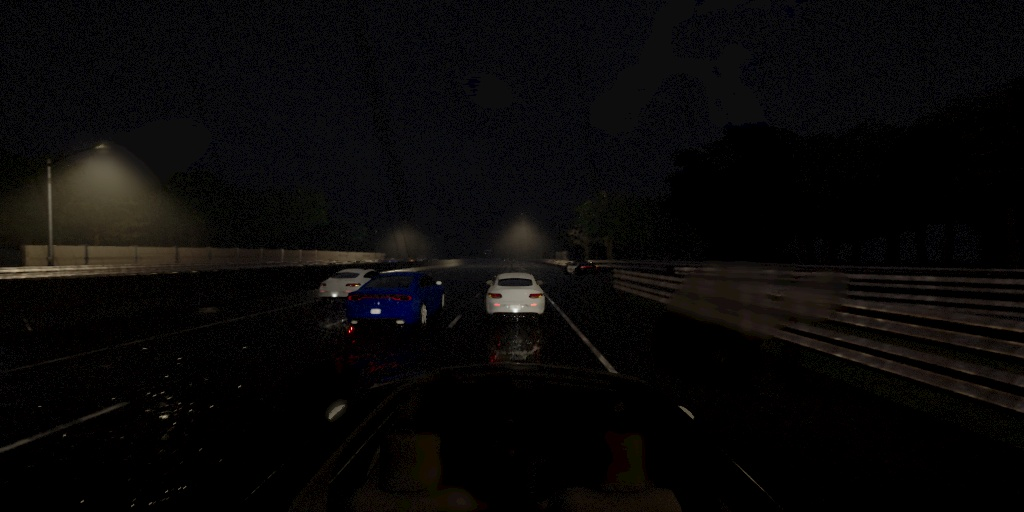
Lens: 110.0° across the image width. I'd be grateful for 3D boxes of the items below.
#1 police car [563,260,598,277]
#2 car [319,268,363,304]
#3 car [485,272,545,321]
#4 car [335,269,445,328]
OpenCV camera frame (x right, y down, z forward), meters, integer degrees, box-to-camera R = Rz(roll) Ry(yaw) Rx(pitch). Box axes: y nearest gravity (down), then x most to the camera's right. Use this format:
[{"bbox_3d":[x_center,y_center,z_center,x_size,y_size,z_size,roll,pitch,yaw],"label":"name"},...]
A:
[{"bbox_3d":[6.746,1.229,36.169,2.038,1.542,4.974,-2,0,-14],"label":"police car"},{"bbox_3d":[-6.890,1.284,16.253,1.812,1.442,4.674,0,0,0],"label":"car"},{"bbox_3d":[0.097,1.280,12.393,1.812,1.442,4.674,0,0,0],"label":"car"},{"bbox_3d":[-3.402,1.232,11.425,1.882,1.535,5.008,0,0,0],"label":"car"}]
